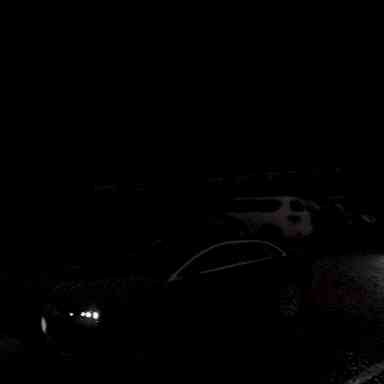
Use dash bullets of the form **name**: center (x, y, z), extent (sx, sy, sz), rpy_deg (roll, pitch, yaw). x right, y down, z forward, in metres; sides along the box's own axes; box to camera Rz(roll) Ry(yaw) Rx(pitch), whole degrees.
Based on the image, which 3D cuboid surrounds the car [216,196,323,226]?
- **car**: center (2.330, 1.203, 14.405), extent (5.566, 2.045, 2.435), rpy_deg (-1, 0, 36)

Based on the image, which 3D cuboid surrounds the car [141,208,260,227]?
- **car**: center (-0.176, 1.485, 12.712), extent (4.792, 1.488, 2.163), rpy_deg (-1, 0, 36)

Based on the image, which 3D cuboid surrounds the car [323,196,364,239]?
- **car**: center (4.891, 1.201, 16.080), extent (5.566, 2.045, 2.435), rpy_deg (-1, -1, 36)

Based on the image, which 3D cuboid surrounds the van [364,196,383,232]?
- **van**: center (9.781, 1.224, 19.527), extent (4.442, 1.987, 1.878), rpy_deg (-1, 0, 36)

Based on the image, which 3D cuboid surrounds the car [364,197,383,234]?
- **car**: center (7.349, 1.326, 17.798), extent (4.553, 1.767, 2.185), rpy_deg (-1, -1, 36)

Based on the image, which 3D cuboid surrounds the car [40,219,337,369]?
- **car**: center (0.075, 1.478, 5.767), extent (4.902, 1.511, 2.128), rpy_deg (0, 0, -35)
